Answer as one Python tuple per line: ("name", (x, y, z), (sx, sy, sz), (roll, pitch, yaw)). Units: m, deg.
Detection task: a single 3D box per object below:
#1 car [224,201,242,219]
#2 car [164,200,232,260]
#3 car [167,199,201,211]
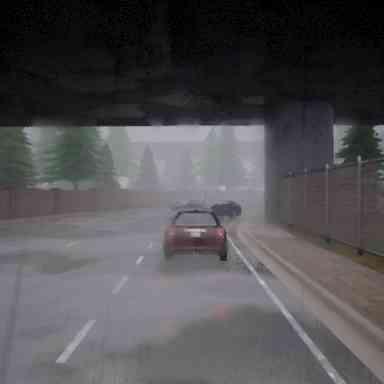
("car", (3.226, 1.527, 30.183), (1.882, 1.535, 5.008), (0, 0, 20))
("car", (0.160, 1.373, 12.702), (2.097, 1.767, 4.553), (0, 0, 1))
("car", (-0.960, 1.635, 43.566), (4.181, 1.385, 1.994), (0, 0, -43))
